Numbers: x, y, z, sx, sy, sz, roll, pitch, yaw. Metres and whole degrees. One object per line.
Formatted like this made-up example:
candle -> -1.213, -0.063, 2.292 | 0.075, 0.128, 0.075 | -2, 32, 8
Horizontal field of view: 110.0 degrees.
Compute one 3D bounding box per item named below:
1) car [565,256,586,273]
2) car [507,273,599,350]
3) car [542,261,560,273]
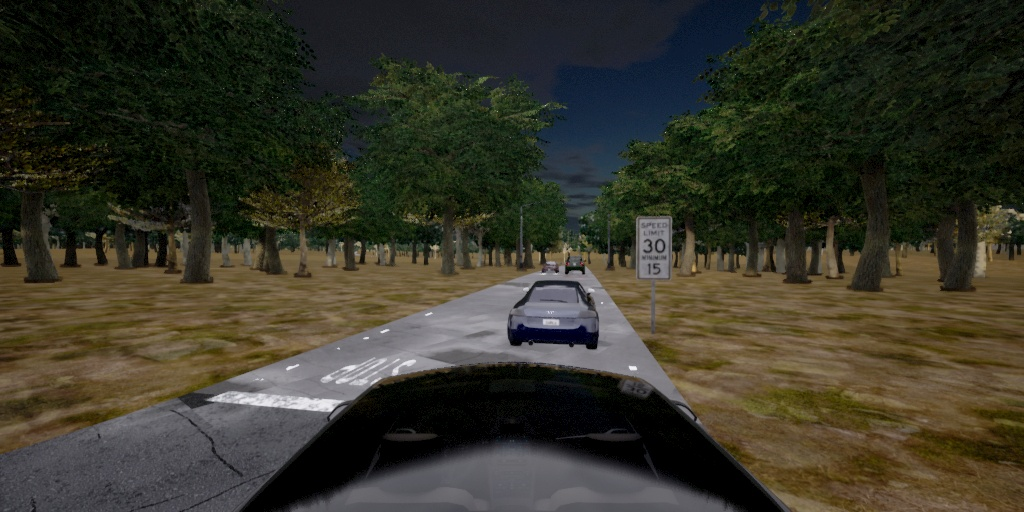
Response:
car -> 7.243, 1.031, 40.964 | 2.150, 2.045, 5.566 | 0, 0, 12
car -> 1.164, 1.307, 9.215 | 1.994, 1.385, 4.181 | 0, 0, 11
car -> 4.802, 1.356, 44.377 | 1.812, 1.442, 4.674 | 0, 0, 11
